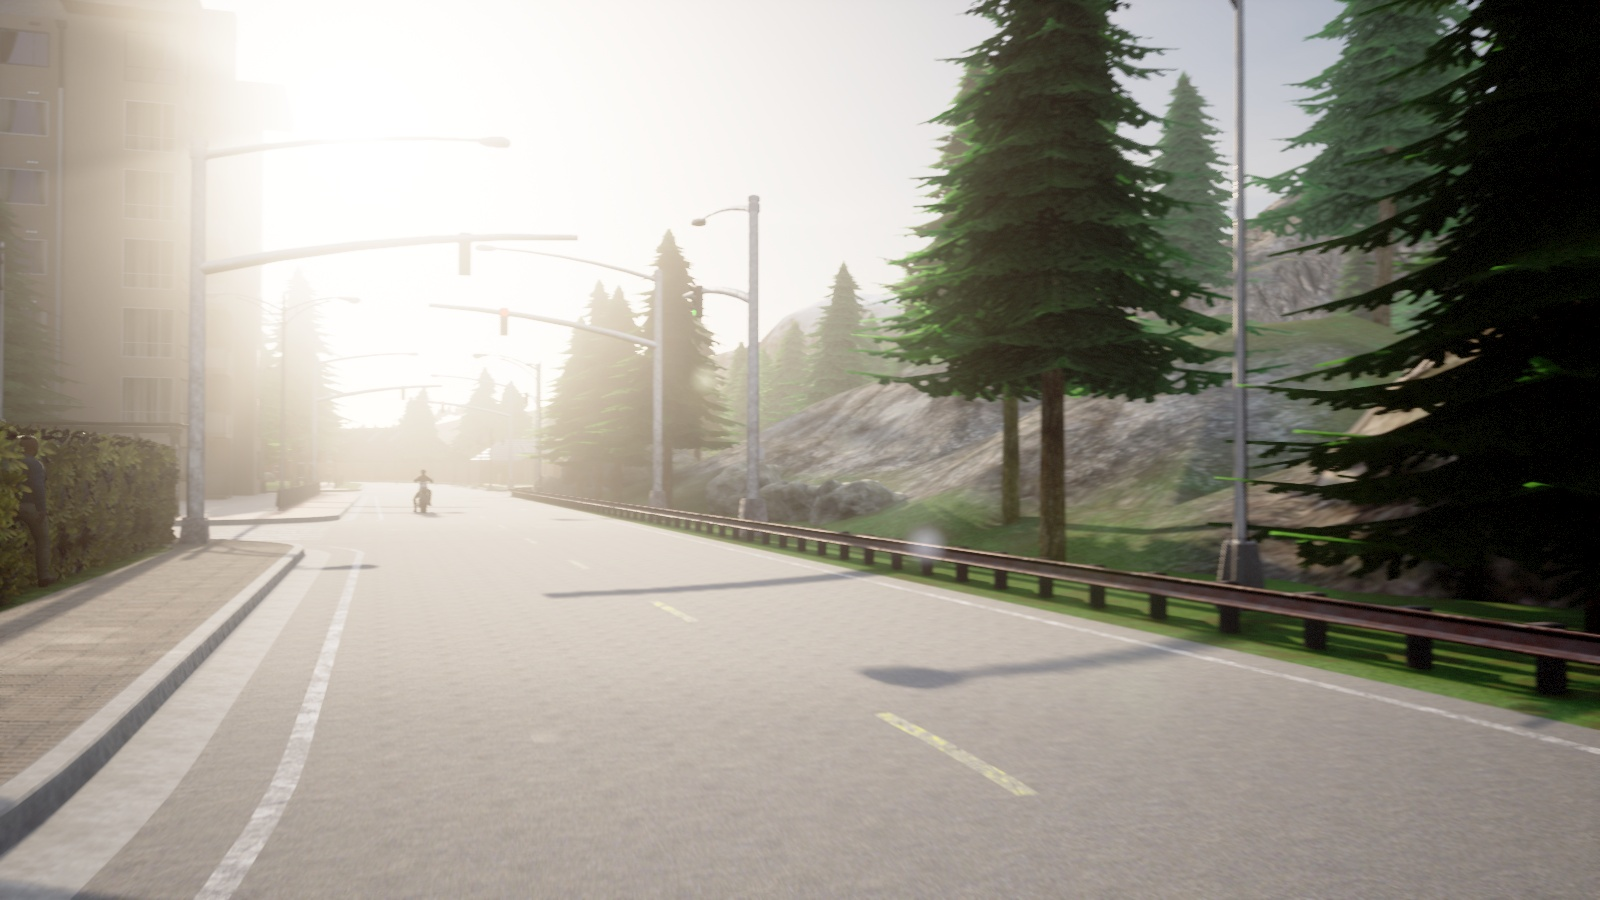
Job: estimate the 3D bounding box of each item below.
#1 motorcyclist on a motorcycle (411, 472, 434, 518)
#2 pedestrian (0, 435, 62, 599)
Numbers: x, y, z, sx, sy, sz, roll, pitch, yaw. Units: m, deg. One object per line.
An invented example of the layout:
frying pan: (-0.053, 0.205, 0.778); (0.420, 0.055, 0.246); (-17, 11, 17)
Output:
motorcyclist on a motorcycle: (-13.968, 1.624, 46.404); (0.766, 1.649, 2.350); (0, -1, -18)
pedestrian: (-8.845, 0.753, 14.376); (0.370, 1.835, 0.726); (0, -1, -1)
